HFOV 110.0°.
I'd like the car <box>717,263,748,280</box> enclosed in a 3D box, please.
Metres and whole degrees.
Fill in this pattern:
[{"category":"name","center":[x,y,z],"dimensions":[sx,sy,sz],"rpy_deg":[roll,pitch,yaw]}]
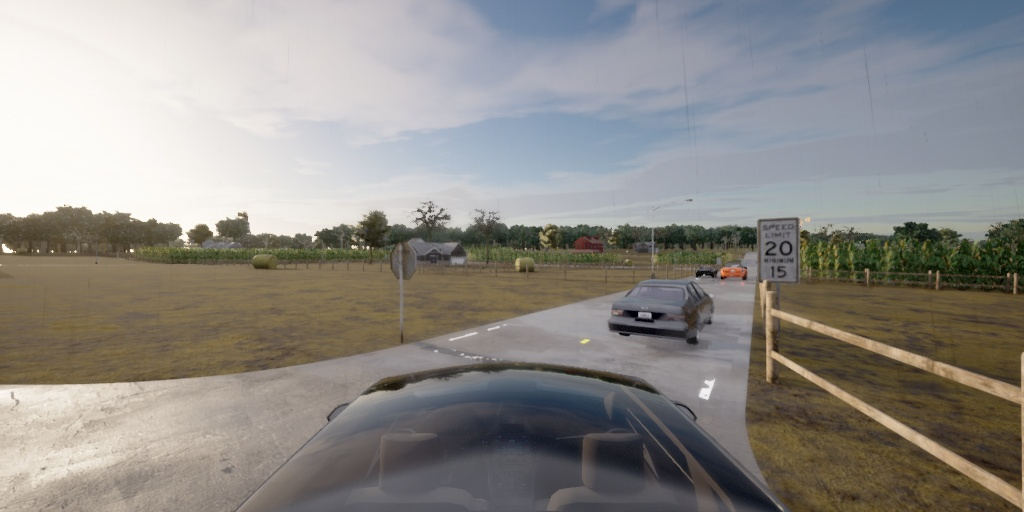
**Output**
[{"category":"car","center":[22.291,1.468,35.966],"dimensions":[2.097,1.767,4.553],"rpy_deg":[0,-1,35]}]

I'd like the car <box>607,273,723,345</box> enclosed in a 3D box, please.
[{"category":"car","center":[4.280,1.337,9.802],"dimensions":[2.033,1.411,5.357],"rpy_deg":[0,0,34]}]

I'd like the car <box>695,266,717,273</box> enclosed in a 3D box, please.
[{"category":"car","center":[21.912,1.783,40.374],"dimensions":[1.895,1.301,4.718],"rpy_deg":[0,-1,34]}]
